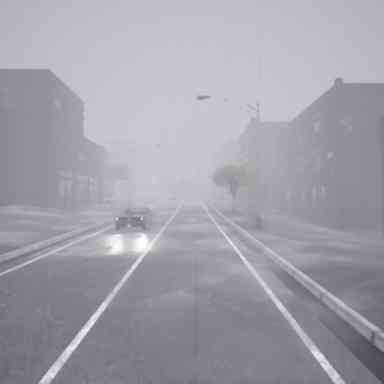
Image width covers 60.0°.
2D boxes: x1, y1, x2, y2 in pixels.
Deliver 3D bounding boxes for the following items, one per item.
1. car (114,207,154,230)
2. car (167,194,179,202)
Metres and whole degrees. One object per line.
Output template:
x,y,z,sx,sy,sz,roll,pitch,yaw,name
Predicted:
-3.616,1.629,21.325,1.895,1.301,4.718,0,0,0,car
-3.618,1.074,63.211,1.837,1.490,4.892,0,1,0,car
